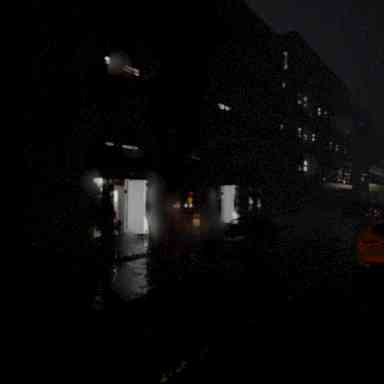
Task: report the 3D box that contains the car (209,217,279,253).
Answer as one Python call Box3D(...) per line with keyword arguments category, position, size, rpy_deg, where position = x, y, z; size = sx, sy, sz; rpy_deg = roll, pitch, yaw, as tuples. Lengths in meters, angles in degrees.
Box3D(category="car", position=(2.439, 1.765, 14.643), size=(1.802, 1.307, 4.206), rpy_deg=(0, -1, 38))

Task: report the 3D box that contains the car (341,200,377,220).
Box3D(category="car", position=(16.168, 1.723, 32.528), size=(2.192, 1.841, 5.009), rpy_deg=(0, -1, 38))

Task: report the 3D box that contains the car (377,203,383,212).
Box3D(category="car", position=(19.598, 1.904, 36.997), size=(1.967, 1.590, 4.097), rpy_deg=(0, -1, 38))

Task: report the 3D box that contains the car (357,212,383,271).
Box3D(category="car", position=(6.740, 1.615, 10.739), size=(1.882, 1.535, 5.008), rpy_deg=(-1, -1, 38))
